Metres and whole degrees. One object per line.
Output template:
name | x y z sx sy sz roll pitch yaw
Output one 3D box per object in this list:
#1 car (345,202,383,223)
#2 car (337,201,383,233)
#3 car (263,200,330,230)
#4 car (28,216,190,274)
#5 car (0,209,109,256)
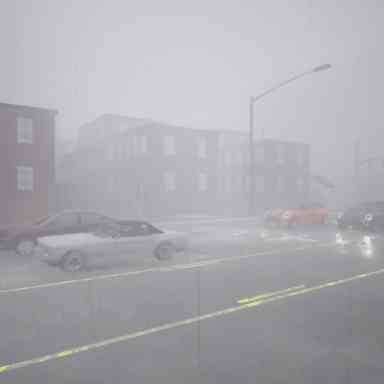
car | 14.167 1.564 26.079 4.181 1.385 1.994 0 0 -34
car | 10.575 1.351 19.534 4.553 1.767 2.097 0 0 -34
car | 6.635 1.351 21.103 4.553 1.767 2.097 0 0 -34
car | -2.482 1.601 10.737 4.718 1.301 1.895 0 0 -34
car | -4.982 1.478 13.272 5.008 1.535 1.882 0 0 -34
